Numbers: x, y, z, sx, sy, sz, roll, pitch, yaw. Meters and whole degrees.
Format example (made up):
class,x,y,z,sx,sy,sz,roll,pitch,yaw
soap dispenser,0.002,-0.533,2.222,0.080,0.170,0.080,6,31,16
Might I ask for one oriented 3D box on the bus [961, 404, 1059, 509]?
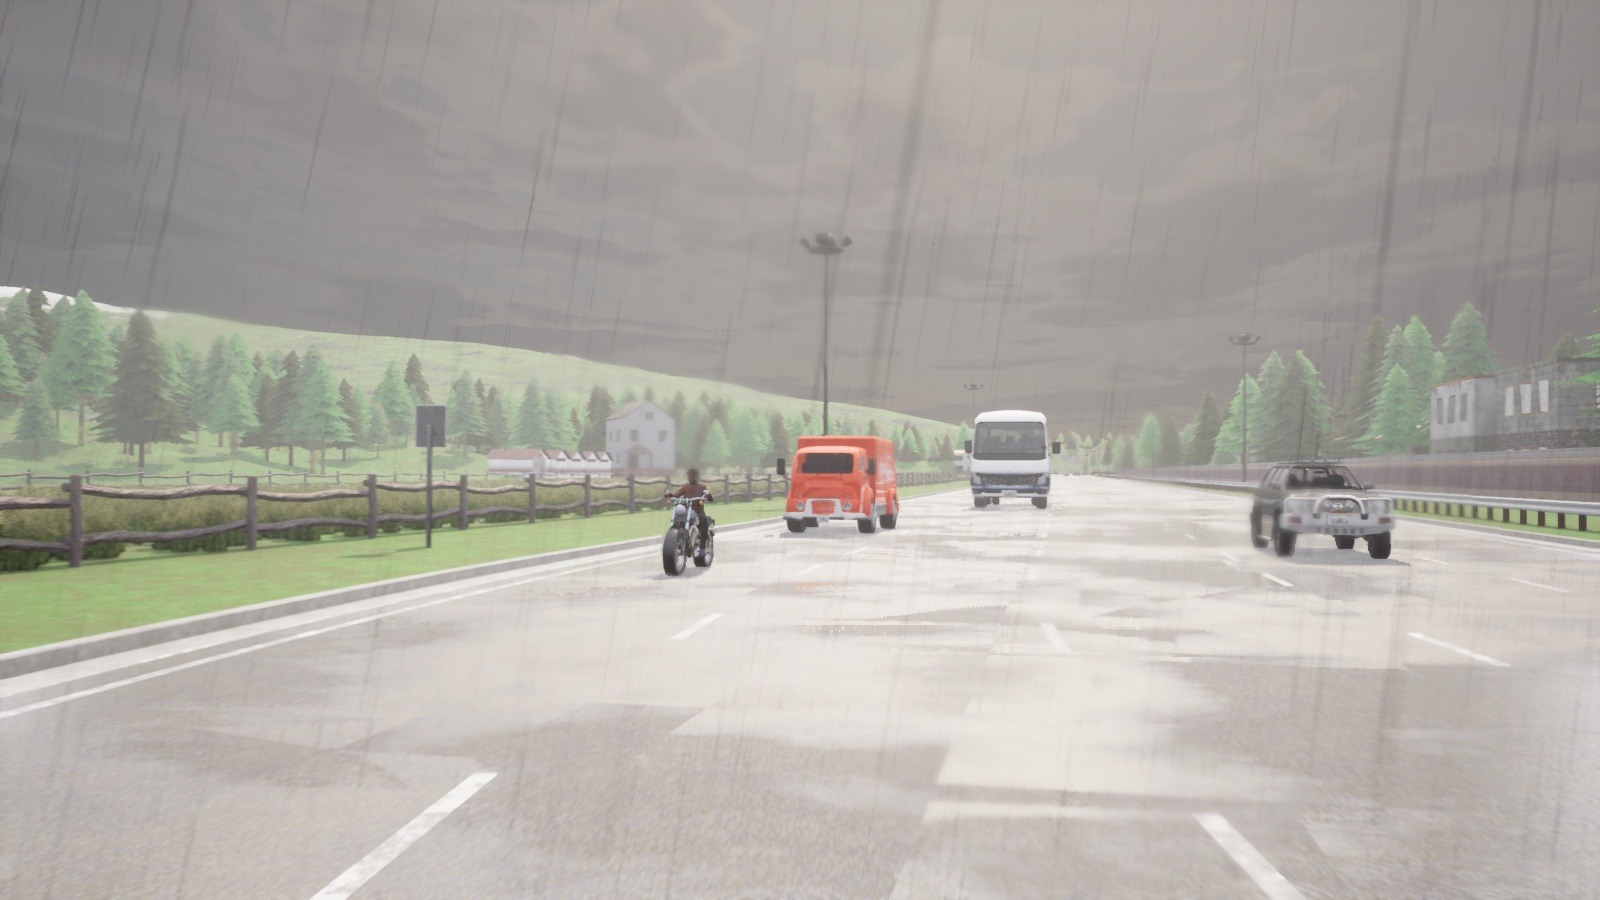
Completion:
class,x,y,z,sx,sy,sz,roll,pitch,yaw
bus,9.657,0.354,56.677,3.944,4.253,10.273,0,-1,12

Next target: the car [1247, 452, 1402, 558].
class,x,y,z,sx,sy,sz,roll,pitch,yaw
car,10.036,1.005,24.387,1.932,1.855,4.605,0,-1,12

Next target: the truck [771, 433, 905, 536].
class,x,y,z,sx,sy,sz,roll,pitch,yaw
truck,1.116,0.877,33.010,2.627,2.467,5.204,0,-1,12

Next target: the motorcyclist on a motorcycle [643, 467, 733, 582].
class,x,y,z,sx,sy,sz,roll,pitch,yaw
motorcyclist on a motorcycle,-1.690,1.094,19.323,0.766,1.649,2.350,0,-1,11
